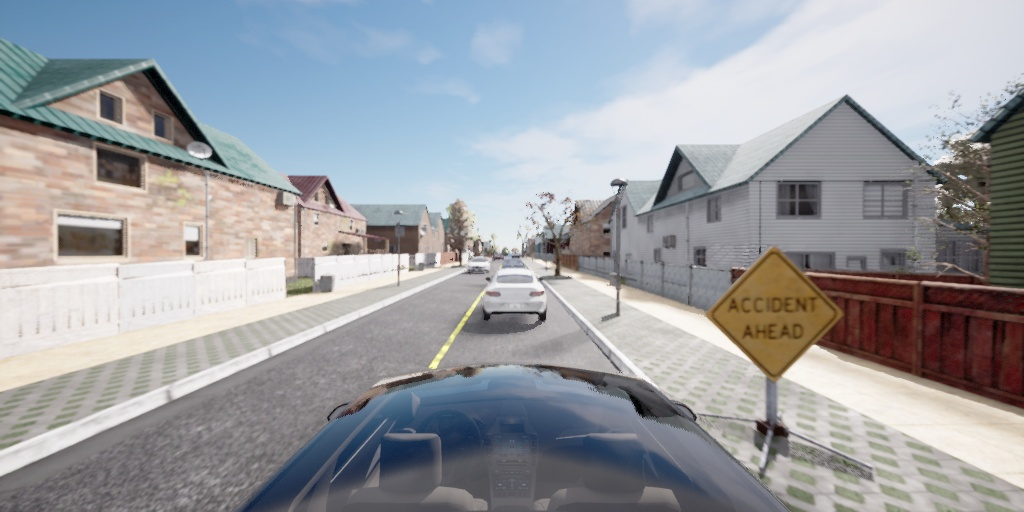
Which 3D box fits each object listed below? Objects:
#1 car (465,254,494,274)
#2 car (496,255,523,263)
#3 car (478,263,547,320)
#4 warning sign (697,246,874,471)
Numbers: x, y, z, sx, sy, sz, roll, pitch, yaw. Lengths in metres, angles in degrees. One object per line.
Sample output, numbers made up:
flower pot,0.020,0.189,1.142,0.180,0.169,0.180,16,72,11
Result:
car,-2.852,0.794,31.513,1.812,1.442,4.674,0,1,0
car,0.092,0.871,27.928,2.033,1.411,5.357,0,1,0
car,0.087,1.110,11.661,1.812,1.442,4.674,0,1,0
warning sign,2.517,0.835,3.474,1.300,1.860,1.060,0,0,0
